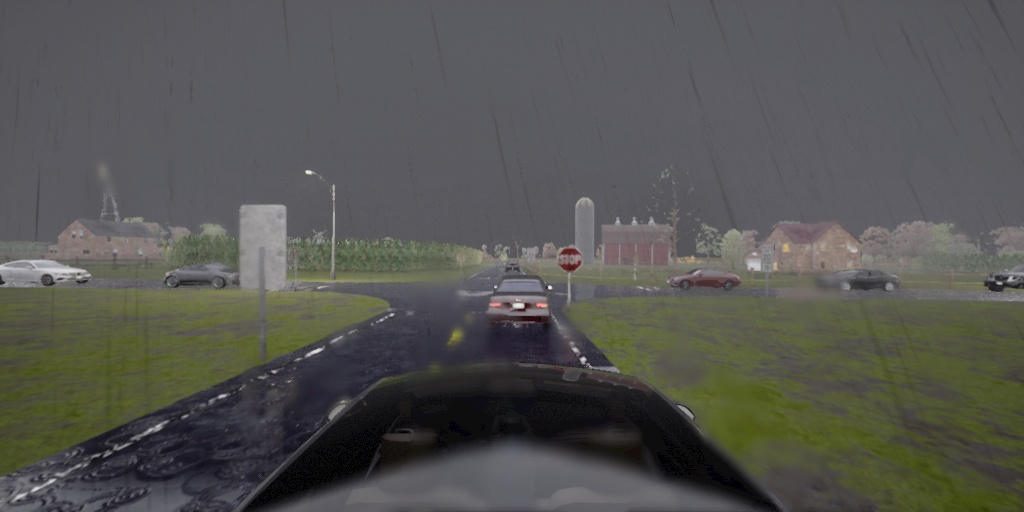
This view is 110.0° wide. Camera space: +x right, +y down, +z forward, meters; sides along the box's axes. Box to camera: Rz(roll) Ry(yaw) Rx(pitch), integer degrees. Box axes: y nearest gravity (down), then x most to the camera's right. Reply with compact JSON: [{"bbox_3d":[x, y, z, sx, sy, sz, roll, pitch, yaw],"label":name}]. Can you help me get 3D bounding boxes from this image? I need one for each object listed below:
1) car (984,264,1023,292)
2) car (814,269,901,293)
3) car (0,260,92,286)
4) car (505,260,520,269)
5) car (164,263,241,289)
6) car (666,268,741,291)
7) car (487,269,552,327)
[{"bbox_3d":[35.827,1.529,24.320,5.566,2.045,2.150,1,0,0],"label":"car"},{"bbox_3d":[23.316,1.644,24.289,4.892,1.490,1.837,1,0,0],"label":"car"},{"bbox_3d":[-27.874,0.954,21.170,4.674,1.442,1.812,1,0,0],"label":"car"},{"bbox_3d":[0.101,1.403,49.490,1.837,1.490,4.892,0,0,0],"label":"car"},{"bbox_3d":[-17.828,1.142,21.198,4.181,1.385,1.994,1,0,-1],"label":"car"},{"bbox_3d":[12.923,1.522,24.290,4.674,1.442,1.812,1,0,1],"label":"car"},{"bbox_3d":[0.332,1.322,11.665,2.033,1.411,5.357,0,0,4],"label":"car"}]
